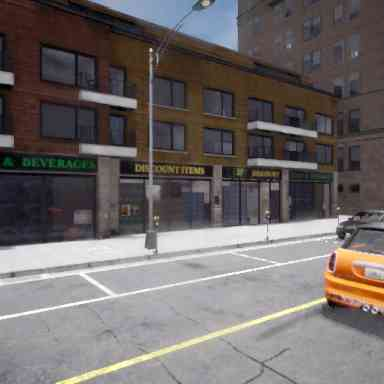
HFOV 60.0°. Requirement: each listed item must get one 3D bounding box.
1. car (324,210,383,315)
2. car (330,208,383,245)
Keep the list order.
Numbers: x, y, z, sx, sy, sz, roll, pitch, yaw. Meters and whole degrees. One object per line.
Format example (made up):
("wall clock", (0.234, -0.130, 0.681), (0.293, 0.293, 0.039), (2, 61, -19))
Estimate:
("car", (4.696, 1.351, 6.632), (4.553, 1.767, 2.097), (0, 0, -35))
("car", (8.836, 1.567, 16.200), (4.313, 1.339, 1.947), (0, 0, -35))
